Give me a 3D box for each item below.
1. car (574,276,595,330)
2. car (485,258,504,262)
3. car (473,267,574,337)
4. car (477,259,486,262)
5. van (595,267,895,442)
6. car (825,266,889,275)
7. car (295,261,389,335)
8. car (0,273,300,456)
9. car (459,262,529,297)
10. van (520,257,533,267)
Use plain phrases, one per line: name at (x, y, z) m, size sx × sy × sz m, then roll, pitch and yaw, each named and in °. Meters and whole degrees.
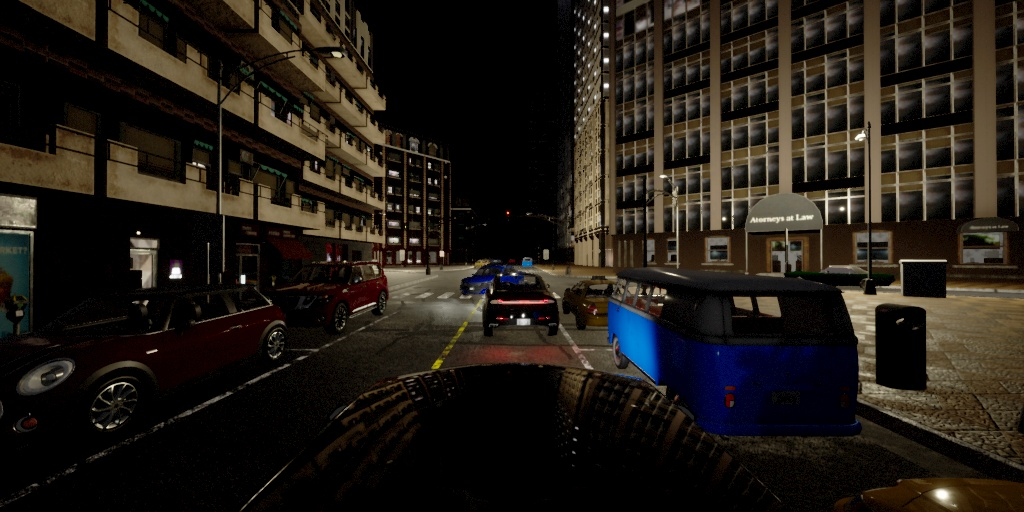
car at (2.568, 1.279, 10.912) m, size 1.751 × 1.417 × 4.829 m, roll 0°, pitch 0°, yaw 0°
car at (-2.803, 1.425, 58.826) m, size 1.895 × 1.301 × 4.718 m, roll 0°, pitch 0°, yaw 2°
car at (0.135, 1.245, 10.347) m, size 2.128 × 1.511 × 4.902 m, roll 0°, pitch 0°, yaw -3°
car at (-5.301, 1.352, 59.567) m, size 1.751 × 1.417 × 4.829 m, roll 0°, pitch 0°, yaw 0°
van at (2.567, 1.092, 5.205) m, size 1.690 × 1.789 × 3.998 m, roll 0°, pitch 0°, yaw 0°
car at (18.313, 1.194, 20.455) m, size 4.718 × 1.301 × 1.895 m, roll -1°, pitch -1°, yaw 41°
car at (-5.312, 1.068, 10.737) m, size 2.192 × 1.841 × 5.009 m, roll 0°, pitch 0°, yaw 0°
car at (-5.314, 1.191, 5.202) m, size 1.967 × 1.591 × 4.097 m, roll 0°, pitch 0°, yaw 0°
car at (-0.936, 1.237, 18.723) m, size 1.882 × 1.535 × 5.008 m, roll -1°, pitch -1°, yaw 21°
van at (2.580, 1.167, 59.735) m, size 1.690 × 1.789 × 3.998 m, roll 0°, pitch 0°, yaw 0°
